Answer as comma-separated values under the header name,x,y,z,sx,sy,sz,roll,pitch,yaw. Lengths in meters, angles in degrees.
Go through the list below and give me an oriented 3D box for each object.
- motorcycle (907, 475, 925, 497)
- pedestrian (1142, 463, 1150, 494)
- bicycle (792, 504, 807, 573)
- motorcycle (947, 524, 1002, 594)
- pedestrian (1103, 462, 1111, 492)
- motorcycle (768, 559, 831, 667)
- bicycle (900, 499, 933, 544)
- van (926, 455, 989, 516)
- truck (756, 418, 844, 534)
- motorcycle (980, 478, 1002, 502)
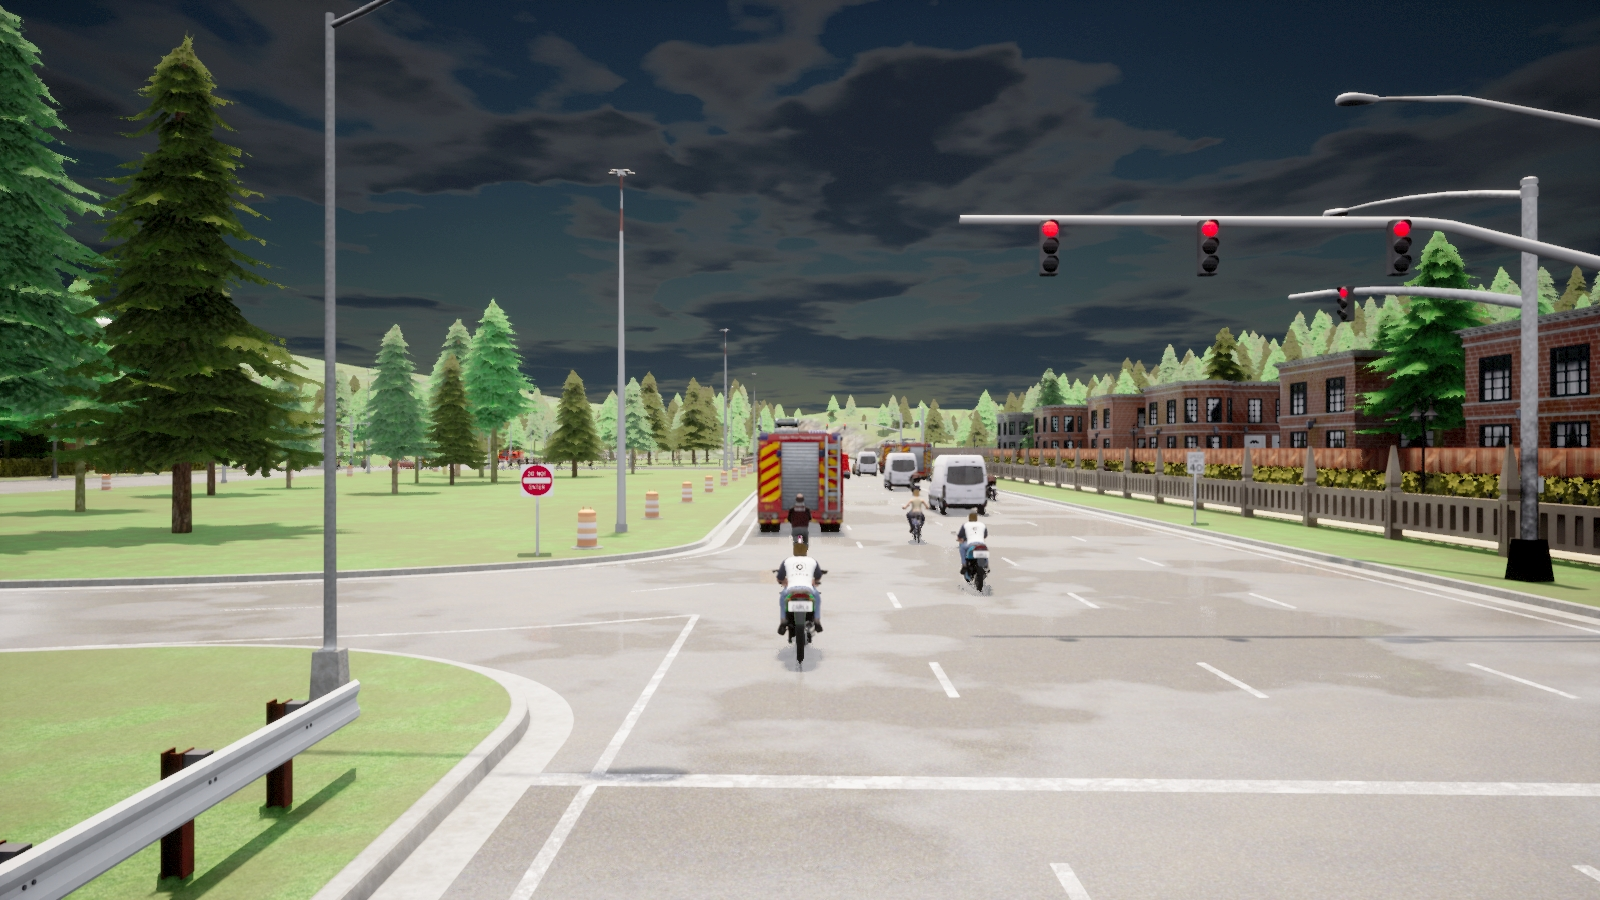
name,x,y,z,sx,sy,sz,roll,pitch,yaw
motorcycle,6.997,2.172,69.238,0.867,1.251,2.209,0,0,0
pedestrian,20.269,1.667,66.908,0.375,1.860,0.375,0,0,0
bicycle,-0.008,2.047,26.800,0.329,1.471,1.835,0,0,0
motorcycle,3.499,2.176,23.065,0.803,1.199,2.033,0,1,0
pedestrian,19.139,1.663,71.284,0.375,1.860,0.375,0,0,-1
motorcycle,-0.001,2.177,15.579,0.803,1.199,2.033,0,0,0
bicycle,3.499,2.141,34.386,0.859,1.277,1.487,0,0,0
van,6.994,1.510,51.260,1.988,2.561,5.915,0,0,0
truck,-0.006,0.871,41.920,2.891,3.827,8.468,0,0,0
motorcycle,10.497,2.175,62.865,0.867,1.251,2.209,0,0,0
